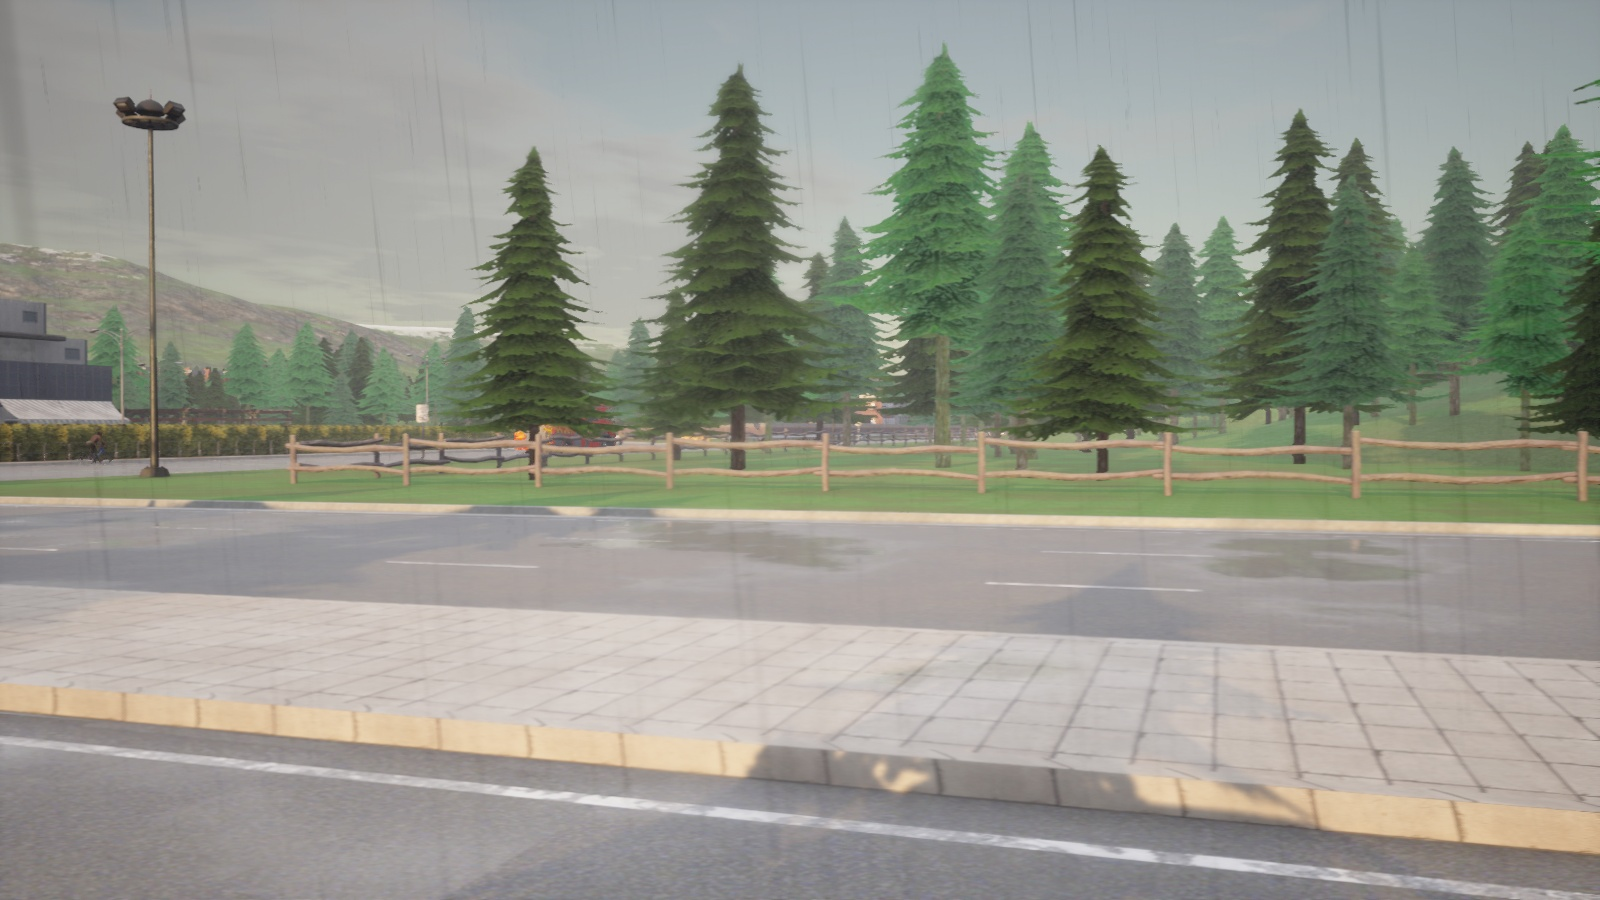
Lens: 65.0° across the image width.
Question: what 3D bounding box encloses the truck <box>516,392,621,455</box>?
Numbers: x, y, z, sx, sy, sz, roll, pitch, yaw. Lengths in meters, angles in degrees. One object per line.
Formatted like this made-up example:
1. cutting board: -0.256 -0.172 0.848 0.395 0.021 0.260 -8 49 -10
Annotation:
1. truck: -14.877 -1.700 81.525 2.891 3.827 8.468 1 1 20
